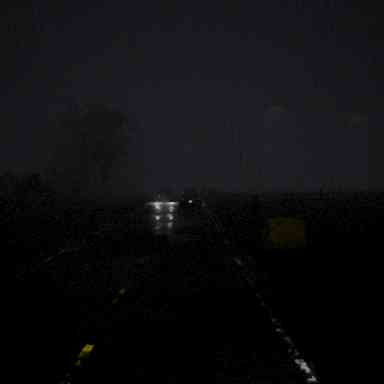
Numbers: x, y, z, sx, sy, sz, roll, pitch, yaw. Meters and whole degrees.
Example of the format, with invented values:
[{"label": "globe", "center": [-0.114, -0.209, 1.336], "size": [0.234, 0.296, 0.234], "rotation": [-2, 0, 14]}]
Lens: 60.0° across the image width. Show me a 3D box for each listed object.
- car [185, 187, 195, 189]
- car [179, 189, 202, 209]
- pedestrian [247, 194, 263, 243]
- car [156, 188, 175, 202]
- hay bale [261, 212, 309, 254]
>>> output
[{"label": "car", "center": [-0.238, 0.059, 44.939], "size": [2.097, 1.767, 4.553], "rotation": [0, 2, 0]}, {"label": "car", "center": [-0.134, 0.701, 29.751], "size": [1.994, 1.385, 4.181], "rotation": [0, 2, 0]}, {"label": "pedestrian", "center": [2.333, 0.928, 12.162], "size": [0.375, 1.860, 0.375], "rotation": [-1, 2, -3]}, {"label": "car", "center": [-3.127, 0.363, 39.515], "size": [1.837, 1.490, 4.892], "rotation": [0, 2, 0]}, {"label": "hay bale", "center": [3.055, 1.328, 11.105], "size": [1.220, 1.180, 1.240], "rotation": [1, 2, 0]}]
